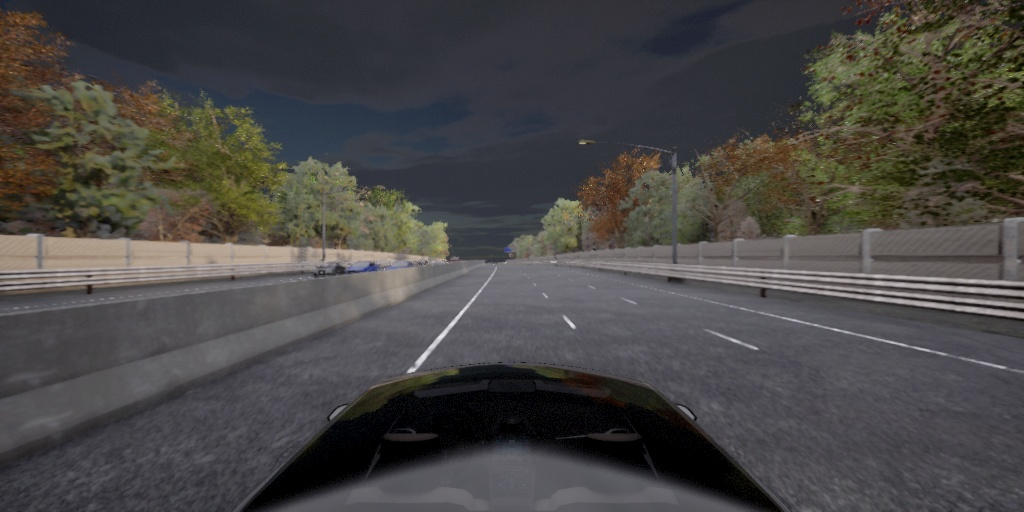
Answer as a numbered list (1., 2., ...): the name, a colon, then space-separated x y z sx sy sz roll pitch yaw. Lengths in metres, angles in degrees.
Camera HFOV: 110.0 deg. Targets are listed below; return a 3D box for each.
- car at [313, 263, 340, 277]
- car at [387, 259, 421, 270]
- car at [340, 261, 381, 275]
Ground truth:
1. car: -17.885 1.366 35.621 1.994 1.385 4.181 0 0 -1
2. car: -10.871 1.271 35.548 1.882 1.535 5.008 0 0 -1
3. car: -14.369 1.275 34.803 1.882 1.535 5.008 0 0 -1
